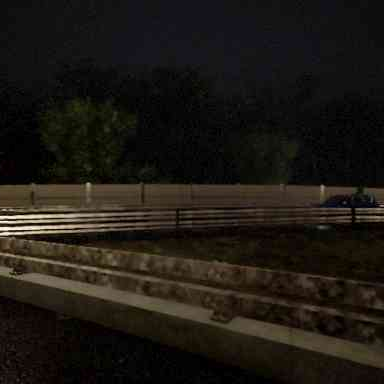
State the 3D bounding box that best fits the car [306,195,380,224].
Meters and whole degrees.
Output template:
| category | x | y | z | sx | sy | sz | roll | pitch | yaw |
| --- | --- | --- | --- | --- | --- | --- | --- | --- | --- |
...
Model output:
| category | x | y | z | sx | sy | sz | roll | pitch | yaw |
| --- | --- | --- | --- | --- | --- | --- | --- | --- | --- |
| car | 11.496 | 1.250 | 25.309 | 5.566 | 2.045 | 2.150 | -1 | 0 | -16 |
